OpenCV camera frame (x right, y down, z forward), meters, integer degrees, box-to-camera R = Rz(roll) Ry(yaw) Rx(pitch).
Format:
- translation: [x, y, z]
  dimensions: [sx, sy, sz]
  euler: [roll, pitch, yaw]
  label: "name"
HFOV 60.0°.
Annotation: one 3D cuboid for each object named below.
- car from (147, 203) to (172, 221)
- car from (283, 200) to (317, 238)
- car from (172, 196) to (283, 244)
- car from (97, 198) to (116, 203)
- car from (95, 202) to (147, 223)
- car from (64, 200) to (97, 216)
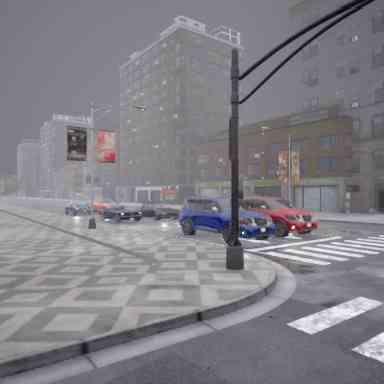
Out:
- translation: [-3.063, 1.638, 28.351]
  dimensions: [2.033, 1.411, 5.357]
  euler: [0, 0, -36]
  label: "car"
- translation: [4.099, 1.261, 18.498]
  dimensions: [2.150, 2.045, 5.566]
  euler: [0, 0, -36]
  label: "car"
- translation: [1.482, 1.262, 16.448]
  dimensions: [2.150, 2.045, 5.566]
  euler: [0, 0, -34]
  label: "car"
- translation: [-9.398, 1.476, 37.068]
  dimensions: [2.097, 1.767, 4.553]
  euler: [0, 0, -36]
  label: "car"
- translation: [-5.758, 1.692, 26.520]
  dimensions: [1.895, 1.301, 4.718]
  euler: [0, 0, -36]
  label: "car"
- translation: [-12.057, 1.651, 35.191]
  dimensions: [1.812, 1.442, 4.674]
  euler: [0, 0, -36]
  label: "car"
